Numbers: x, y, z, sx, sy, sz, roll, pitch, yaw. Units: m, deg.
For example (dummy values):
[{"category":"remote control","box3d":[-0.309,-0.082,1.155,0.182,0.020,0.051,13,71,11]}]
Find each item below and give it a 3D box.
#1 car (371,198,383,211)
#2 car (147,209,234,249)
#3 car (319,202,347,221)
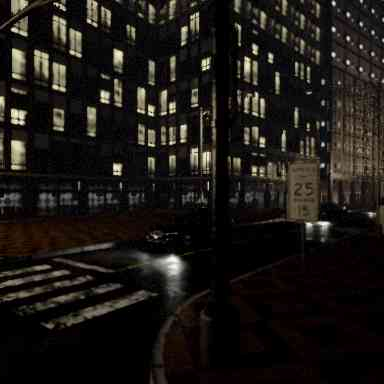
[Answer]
[{"category":"car","box3d":[23.530,1.429,40.541,5.008,1.535,1.882,0,0,-44]},{"category":"car","box3d":[0.089,1.559,15.175,1.837,1.490,4.892,0,0,39]},{"category":"car","box3d":[11.644,1.594,28.561,2.033,1.411,5.357,0,0,43]}]
